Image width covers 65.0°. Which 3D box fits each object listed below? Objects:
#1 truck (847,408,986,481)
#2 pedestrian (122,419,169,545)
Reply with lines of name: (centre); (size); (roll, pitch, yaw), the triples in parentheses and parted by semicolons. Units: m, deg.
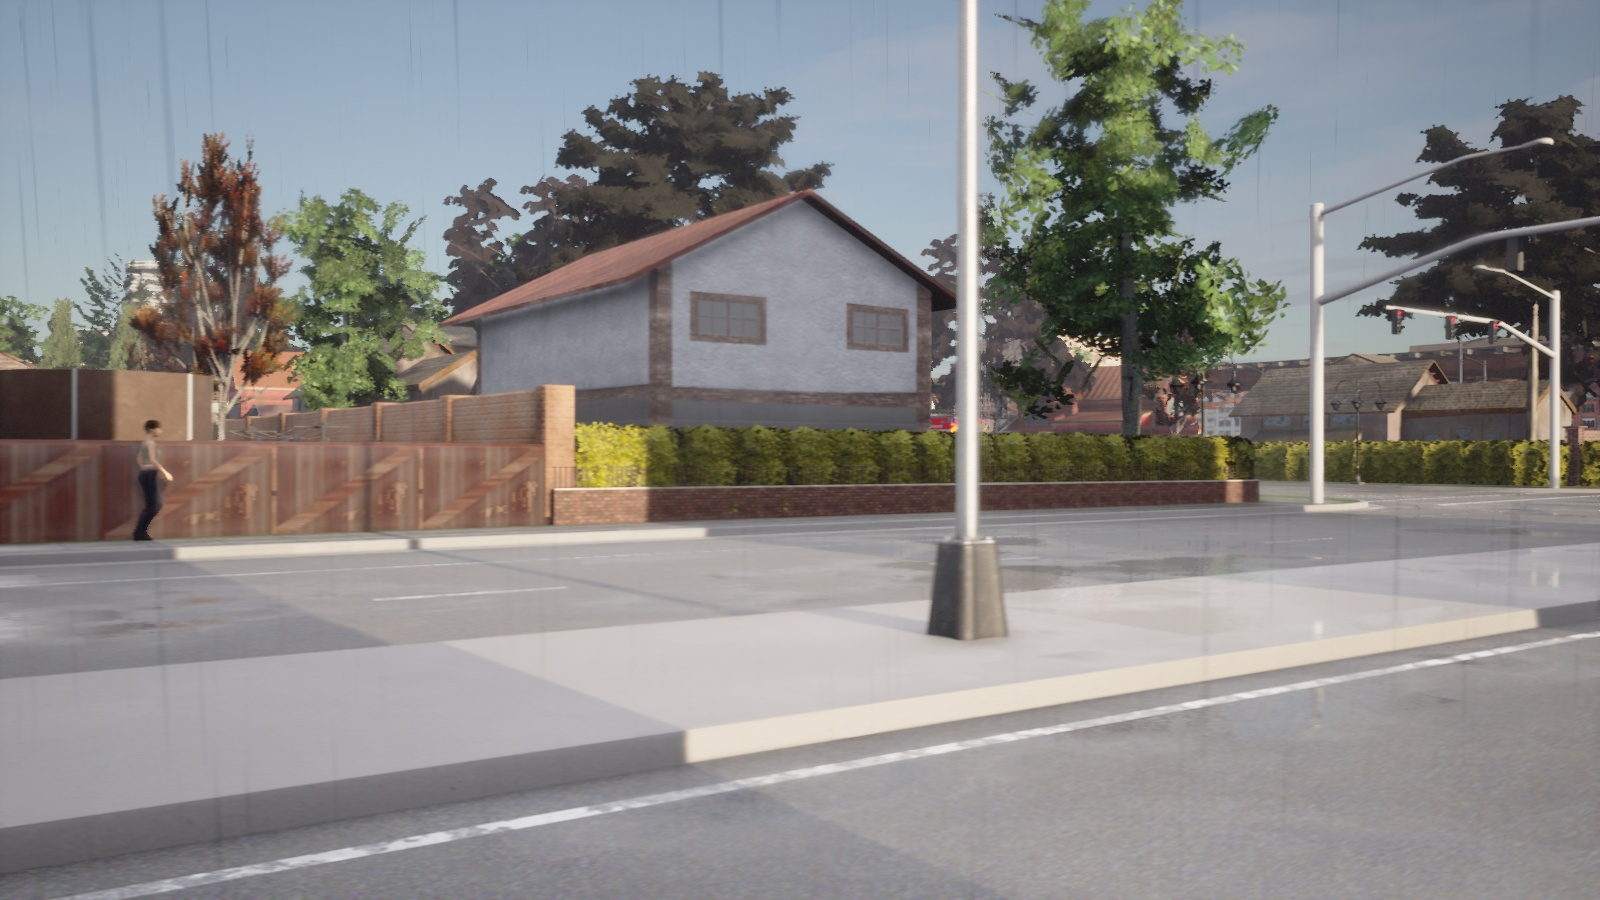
truck: (6.360, -0.262, 69.936); (2.891, 3.827, 8.468); (0, 0, -35)
pedestrian: (-9.747, 0.466, 18.699); (0.594, 1.836, 0.345); (0, 0, -34)
